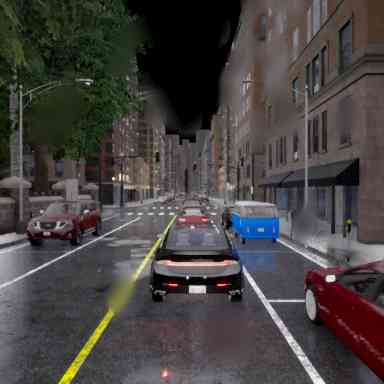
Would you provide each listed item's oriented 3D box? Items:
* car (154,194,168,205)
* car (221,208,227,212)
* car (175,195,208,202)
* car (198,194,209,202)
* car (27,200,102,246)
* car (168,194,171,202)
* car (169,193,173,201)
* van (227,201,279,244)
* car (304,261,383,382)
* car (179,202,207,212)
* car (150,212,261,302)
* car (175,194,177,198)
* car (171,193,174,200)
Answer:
[{"bbox_3d":[-5.687,1.480,59.033,1.752,1.417,4.829,0,0,0],"label":"car"},{"bbox_3d":[2.850,1.557,21.217,1.947,1.339,4.313,0,0,0],"label":"car"},{"bbox_3d":[0.040,1.338,27.465,2.097,1.767,4.553,0,0,2],"label":"car"},{"bbox_3d":[2.833,1.387,75.594,1.967,1.590,4.097,0,0,0],"label":"car"},{"bbox_3d":[-5.674,1.310,15.514,2.192,1.841,5.009,0,0,0],"label":"car"},{"bbox_3d":[-5.688,1.502,64.653,2.008,1.369,4.403,0,0,0],"label":"car"},{"bbox_3d":[-5.690,1.493,70.105,1.887,1.381,4.507,0,0,0],"label":"car"},{"bbox_3d":[2.851,1.336,15.557,1.690,1.788,3.998,0,0,0],"label":"van"},{"bbox_3d":[2.854,1.544,4.236,1.887,1.381,4.507,0,0,0],"label":"car"},{"bbox_3d":[0.098,1.519,18.507,1.812,1.442,4.674,0,0,0],"label":"car"},{"bbox_3d":[0.098,1.490,8.245,2.128,1.511,4.902,0,0,0],"label":"car"},{"bbox_3d":[-5.695,1.496,86.457,2.008,1.369,4.403,0,0,0],"label":"car"},{"bbox_3d":[-5.692,1.491,75.555,1.887,1.381,4.507,0,0,0],"label":"car"}]
